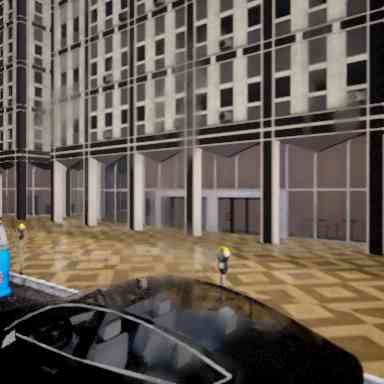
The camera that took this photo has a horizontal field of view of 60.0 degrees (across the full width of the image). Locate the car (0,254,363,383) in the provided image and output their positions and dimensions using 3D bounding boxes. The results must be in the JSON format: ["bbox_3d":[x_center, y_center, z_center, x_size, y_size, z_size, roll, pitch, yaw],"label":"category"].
[{"bbox_3d":[-0.640,1.555,3.335,4.313,1.339,1.947,0,0,35],"label":"car"}]

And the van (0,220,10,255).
[{"bbox_3d":[-5.274,1.302,6.640,3.998,1.788,1.690,0,0,35],"label":"van"}]
